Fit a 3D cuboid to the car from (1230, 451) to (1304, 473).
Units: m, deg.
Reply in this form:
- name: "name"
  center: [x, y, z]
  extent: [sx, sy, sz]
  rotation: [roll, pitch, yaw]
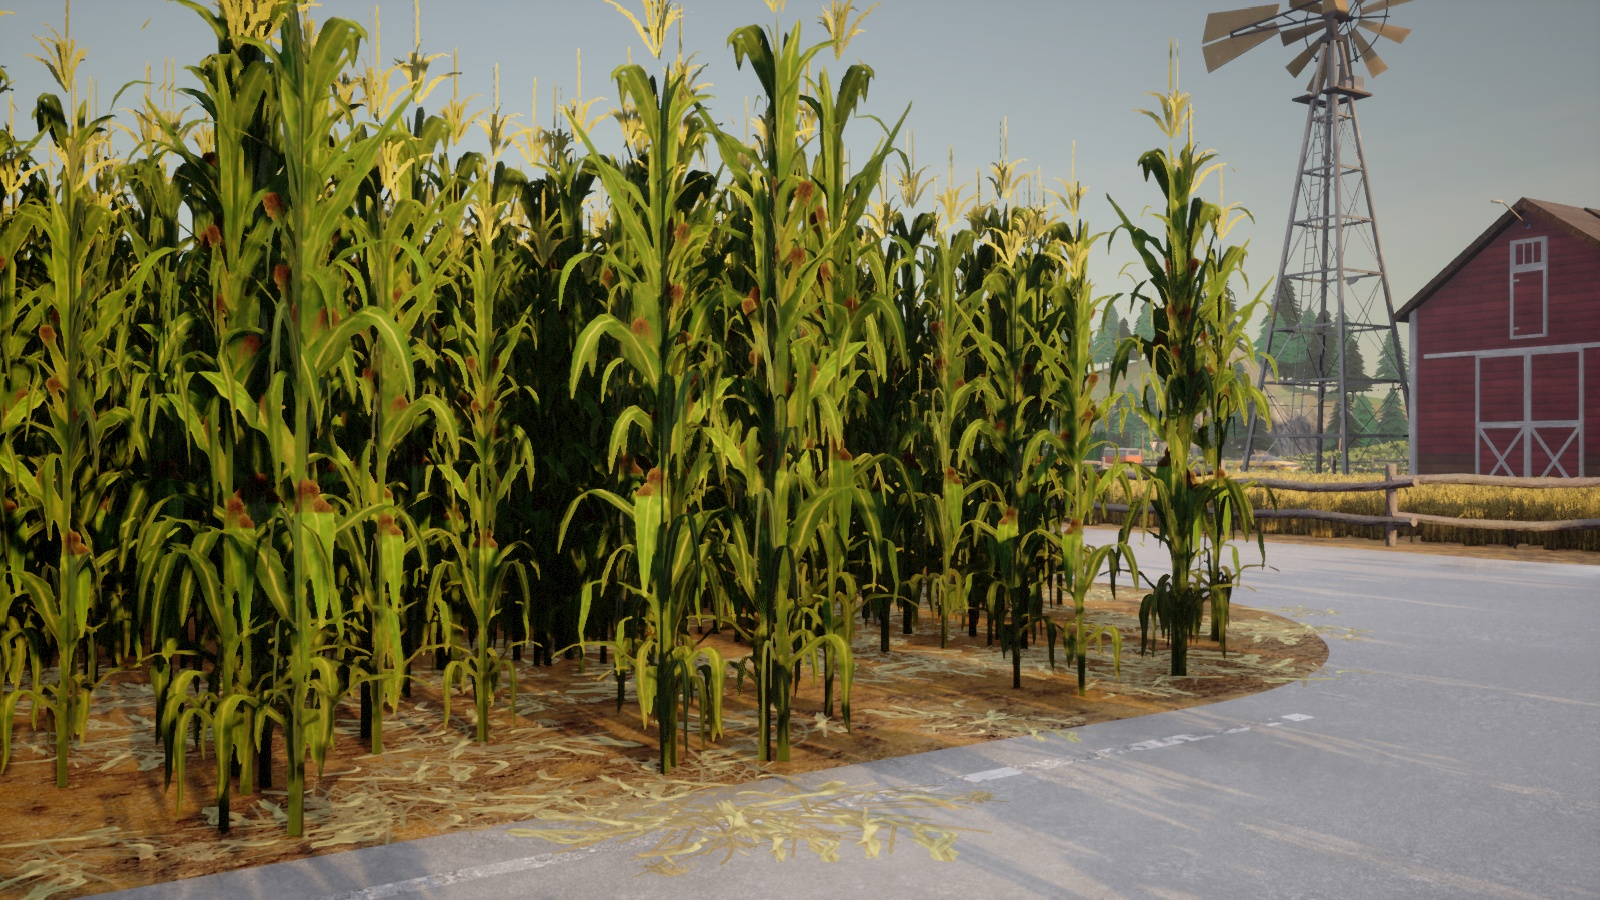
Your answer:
- name: "car"
  center: [33.878, 0.835, 91.258]
  extent: [1.801, 1.575, 5.366]
  rotation: [0, 0, -25]
